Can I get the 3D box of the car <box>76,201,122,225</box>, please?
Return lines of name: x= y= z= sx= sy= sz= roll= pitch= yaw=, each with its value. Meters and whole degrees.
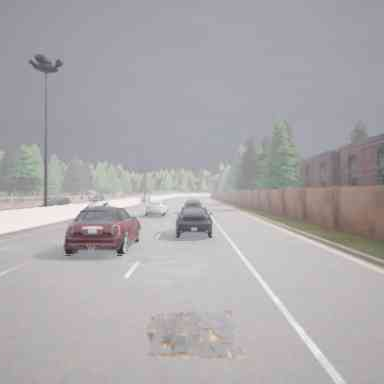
car: x=-6.887 y=1.514 z=25.318 sx=2.128 sy=1.511 sz=4.902 roll=0 pitch=0 yaw=0

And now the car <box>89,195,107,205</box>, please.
car: x=-17.467 y=1.459 z=61.782 sx=2.097 sy=1.767 sz=4.553 roll=0 pitch=0 yaw=0

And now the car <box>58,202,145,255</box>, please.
car: x=-3.393 y=1.364 z=13.454 sx=2.097 sy=1.767 sz=4.553 roll=0 pitch=0 yaw=0

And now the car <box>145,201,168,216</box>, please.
car: x=-3.396 y=1.554 z=32.328 sx=1.812 sy=1.442 sz=4.674 roll=0 pitch=0 yaw=0

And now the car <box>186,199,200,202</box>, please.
car: x=0.111 y=1.537 z=36.310 sx=1.837 sy=1.490 sz=4.892 roll=0 pitch=0 yaw=0

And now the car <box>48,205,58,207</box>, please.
car: x=-14.049 y=1.578 z=33.712 sx=2.033 sy=1.411 sz=5.357 roll=0 pitch=0 yaw=0

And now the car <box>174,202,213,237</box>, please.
car: x=0.109 y=1.521 z=18.282 sx=1.837 sy=1.490 sz=4.892 roll=0 pitch=0 yaw=0
